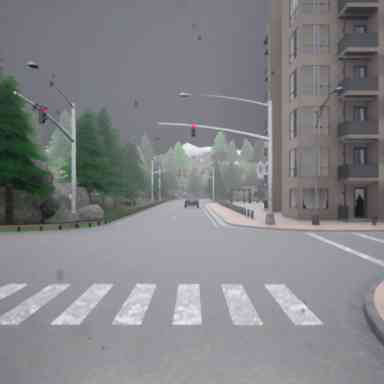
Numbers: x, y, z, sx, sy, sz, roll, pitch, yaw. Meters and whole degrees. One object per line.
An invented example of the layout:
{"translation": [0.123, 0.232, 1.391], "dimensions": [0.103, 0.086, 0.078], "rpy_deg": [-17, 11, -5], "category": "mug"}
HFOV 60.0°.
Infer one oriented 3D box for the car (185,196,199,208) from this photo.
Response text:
{"translation": [-0.004, 1.421, 50.772], "dimensions": [2.097, 1.767, 4.553], "rpy_deg": [0, 0, 0], "category": "car"}
